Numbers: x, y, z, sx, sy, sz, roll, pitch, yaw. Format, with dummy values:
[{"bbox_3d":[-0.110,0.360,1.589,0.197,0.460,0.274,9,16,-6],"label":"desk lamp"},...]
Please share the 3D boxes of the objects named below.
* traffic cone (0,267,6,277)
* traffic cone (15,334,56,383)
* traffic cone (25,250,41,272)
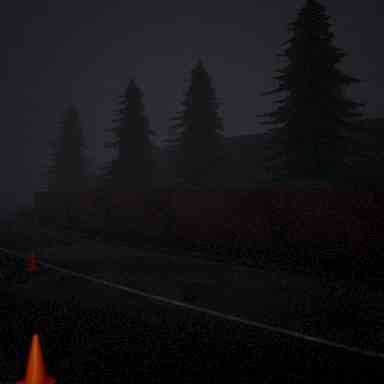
[{"bbox_3d":[-5.405,2.047,9.216,0.340,0.580,0.340,-1,-1,38],"label":"traffic cone"},{"bbox_3d":[-1.864,1.994,3.976,0.340,0.580,0.340,-1,-1,38],"label":"traffic cone"},{"bbox_3d":[-4.796,2.052,10.009,0.340,0.580,0.340,0,-1,38],"label":"traffic cone"}]
